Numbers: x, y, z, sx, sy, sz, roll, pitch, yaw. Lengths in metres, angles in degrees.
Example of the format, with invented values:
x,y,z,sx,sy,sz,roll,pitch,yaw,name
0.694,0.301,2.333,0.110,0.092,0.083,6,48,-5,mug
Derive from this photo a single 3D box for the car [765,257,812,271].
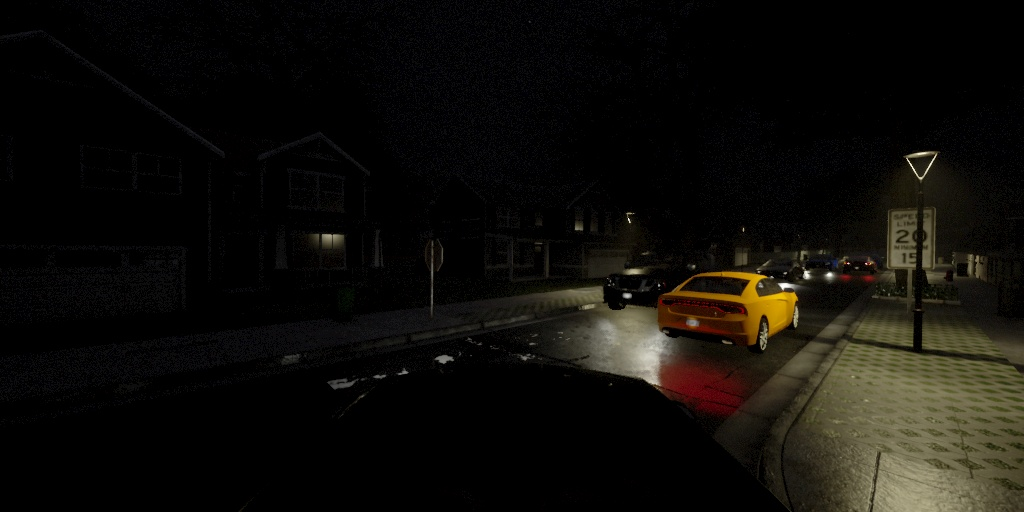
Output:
x,y,z,sx,sy,sz,roll,pitch,yaw,name
17.840,0.891,23.722,5.357,1.411,2.033,-1,2,-42,car

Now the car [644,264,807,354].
x,y,z,sx,sy,sz,roll,pitch,yaw,name
5.385,1.125,8.685,5.008,1.535,1.882,-1,1,-42,car

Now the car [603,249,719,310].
x,y,z,sx,sy,sz,roll,pitch,yaw,name
5.513,0.795,12.630,5.566,2.045,2.150,-1,2,-42,car

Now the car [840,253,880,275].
x,y,z,sx,sy,sz,roll,pitch,yaw,name
28.967,0.710,29.835,4.674,1.442,1.812,-1,2,-41,car

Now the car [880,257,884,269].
x,y,z,sx,sy,sz,roll,pitch,yaw,name
36.605,0.478,36.756,5.008,1.535,1.882,-1,2,-41,car

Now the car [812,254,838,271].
x,y,z,sx,sy,sz,roll,pitch,yaw,name
29.429,0.573,34.024,5.008,1.535,1.882,-1,1,-42,car
